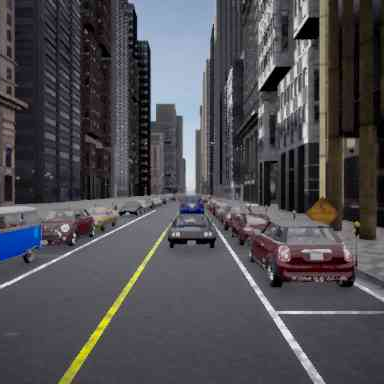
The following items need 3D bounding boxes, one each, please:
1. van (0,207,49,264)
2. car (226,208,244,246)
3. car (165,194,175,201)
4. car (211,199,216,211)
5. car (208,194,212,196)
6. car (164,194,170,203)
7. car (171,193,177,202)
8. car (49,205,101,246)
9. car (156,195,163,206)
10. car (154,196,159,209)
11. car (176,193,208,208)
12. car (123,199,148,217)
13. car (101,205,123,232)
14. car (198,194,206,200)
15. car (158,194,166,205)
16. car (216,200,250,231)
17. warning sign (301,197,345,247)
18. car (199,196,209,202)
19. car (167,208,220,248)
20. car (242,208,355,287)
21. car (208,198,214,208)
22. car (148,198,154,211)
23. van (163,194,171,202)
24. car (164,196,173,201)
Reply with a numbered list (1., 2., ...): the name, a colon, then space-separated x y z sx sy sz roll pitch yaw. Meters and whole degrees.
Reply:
1. van: -5.765 1.341 9.276 1.690 1.788 3.998 0 0 0
2. car: 2.761 1.582 14.926 1.802 1.307 4.206 0 0 0
3. car: -5.766 1.375 88.246 2.192 1.841 5.009 0 0 0
4. car: 2.760 1.529 26.377 1.752 1.417 4.829 0 0 0
5. car: 2.759 1.341 60.050 2.192 1.841 5.009 0 0 0
6. car: -5.766 1.341 60.043 2.192 1.841 5.009 0 0 0
7. car: -3.000 1.212 76.680 2.150 2.045 5.566 0 0 0
8. car: -5.765 1.440 14.917 1.967 1.590 4.097 0 0 0
9. car: -5.765 1.542 48.591 1.752 1.417 4.829 0 0 0
10. car: -5.765 1.578 43.121 1.947 1.339 4.313 0 0 0
11. car: 0.000 1.264 29.681 2.150 2.045 5.566 0 0 0
12. car: -5.765 1.572 31.839 1.947 1.339 4.313 0 0 0
13. car: -5.765 1.527 20.388 1.752 1.417 4.829 0 0 0
14. car: 2.759 1.509 93.892 1.967 1.590 4.097 0 0 0
15. car: -5.765 1.546 54.232 1.752 1.417 4.829 0 0 0
16. car: 2.760 1.442 20.566 1.967 1.590 4.097 0 0 0
17. warning sign: 5.070 1.116 12.955 1.300 1.860 1.060 0 0 0
18. car: 2.760 1.595 76.971 2.008 1.369 4.403 0 0 0
19. car: 0.000 1.618 14.681 1.895 1.301 4.718 0 0 0
20. car: 2.760 1.440 9.285 1.967 1.590 4.097 0 0 0
21. car: 2.760 1.551 31.847 1.887 1.381 4.507 0 0 0
22. car: -5.765 1.534 37.310 1.752 1.417 4.829 0 0 0
23. van: -5.766 1.385 76.965 1.690 1.788 3.998 0 0 0
24. car: -5.765 1.603 82.605 2.008 1.369 4.403 0 0 0
